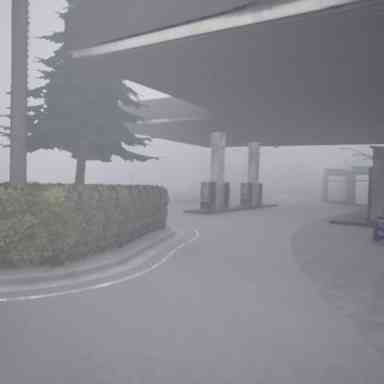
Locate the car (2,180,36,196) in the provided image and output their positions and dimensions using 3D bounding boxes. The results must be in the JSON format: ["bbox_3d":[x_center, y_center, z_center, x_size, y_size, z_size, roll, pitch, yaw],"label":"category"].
[{"bbox_3d":[-22.222,-0.541,42.611,4.605,1.855,1.932,3,2,35],"label":"car"}]

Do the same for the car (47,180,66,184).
[{"bbox_3d":[-27.302,-1.344,65.625,3.866,1.878,1.905,3,2,35],"label":"car"}]

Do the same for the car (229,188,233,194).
[{"bbox_3d":[6.115,-0.321,68.464,4.514,1.523,2.007,3,2,35],"label":"car"}]

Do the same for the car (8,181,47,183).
[{"bbox_3d":[-17.669,-0.242,35.408,3.866,1.878,1.905,3,2,35],"label":"car"}]

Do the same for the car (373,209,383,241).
[{"bbox_3d":[9.834,1.421,15.475,2.242,1.667,4.611,3,2,35],"label":"car"}]

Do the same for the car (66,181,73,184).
[{"bbox_3d":[-25.972,-1.364,68.241,4.605,1.855,1.932,3,2,35],"label":"car"}]
